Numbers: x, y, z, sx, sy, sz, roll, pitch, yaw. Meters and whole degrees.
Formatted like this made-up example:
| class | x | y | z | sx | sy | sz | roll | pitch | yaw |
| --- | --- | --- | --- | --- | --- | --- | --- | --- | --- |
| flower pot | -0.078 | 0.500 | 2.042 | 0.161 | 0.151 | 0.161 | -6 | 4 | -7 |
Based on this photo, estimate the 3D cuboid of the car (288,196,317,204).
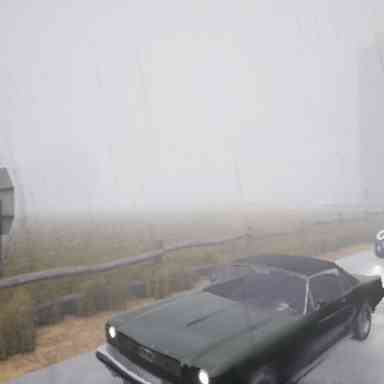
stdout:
| class | x | y | z | sx | sy | sz | roll | pitch | yaw |
| --- | --- | --- | --- | --- | --- | --- | --- | --- | --- |
| car | 25.665 | 2.026 | 77.255 | 4.611 | 1.667 | 2.242 | -2 | -1 | 44 |

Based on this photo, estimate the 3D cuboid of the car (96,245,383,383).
| class | x | y | z | sx | sy | sz | roll | pitch | yaw |
| --- | --- | --- | --- | --- | --- | --- | --- | --- | --- |
| car | 1.103 | 1.686 | 4.843 | 1.895 | 1.301 | 4.718 | -2 | -2 | 45 |

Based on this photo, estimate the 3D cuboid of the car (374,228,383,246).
| class | x | y | z | sx | sy | sz | roll | pitch | yaw |
| --- | --- | --- | --- | --- | --- | --- | --- | --- | --- |
| car | 8.323 | 1.426 | 12.074 | 2.097 | 1.767 | 4.553 | -2 | -1 | 45 |
